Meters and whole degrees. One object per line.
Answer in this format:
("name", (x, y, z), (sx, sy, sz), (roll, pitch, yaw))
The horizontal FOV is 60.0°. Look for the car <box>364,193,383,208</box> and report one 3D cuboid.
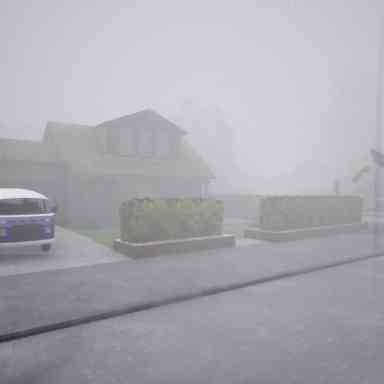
("car", (23.118, 0.985, 40.284), (3.866, 1.878, 1.905), (0, 0, 0))
